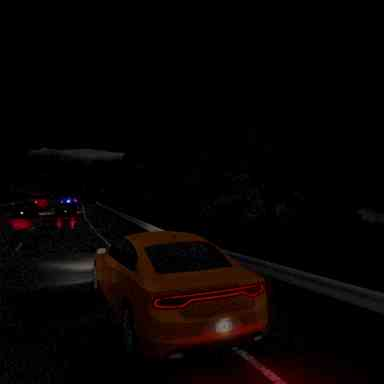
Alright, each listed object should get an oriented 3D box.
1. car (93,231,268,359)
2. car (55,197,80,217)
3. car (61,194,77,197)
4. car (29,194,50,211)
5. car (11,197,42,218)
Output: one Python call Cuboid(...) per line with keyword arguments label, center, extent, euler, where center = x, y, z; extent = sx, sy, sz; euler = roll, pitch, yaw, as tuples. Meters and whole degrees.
Cuboid(label="car", center=(-0.640, 1.478, 6.295), extent=(1.882, 1.535, 5.008), euler=(0, 0, -25))
Cuboid(label="car", center=(-11.882, 1.491, 31.546), extent=(2.128, 1.511, 4.902), euler=(0, 0, -19))
Cuboid(label="car", center=(-15.290, 1.221, 41.448), extent=(2.150, 2.045, 5.566), euler=(0, 0, -18))
Cuboid(label="car", center=(-18.458, 1.221, 40.061), extent=(2.150, 2.045, 5.566), euler=(0, 0, -19))
Cuboid(label="car", center=(-15.059, 1.505, 30.161), extent=(1.837, 1.490, 4.892), euler=(0, 0, -19))
